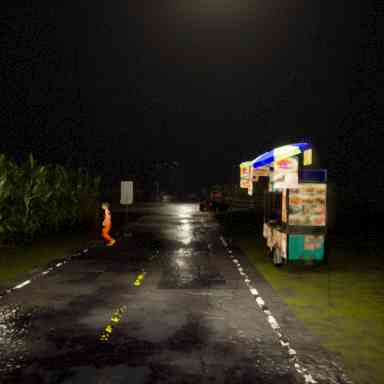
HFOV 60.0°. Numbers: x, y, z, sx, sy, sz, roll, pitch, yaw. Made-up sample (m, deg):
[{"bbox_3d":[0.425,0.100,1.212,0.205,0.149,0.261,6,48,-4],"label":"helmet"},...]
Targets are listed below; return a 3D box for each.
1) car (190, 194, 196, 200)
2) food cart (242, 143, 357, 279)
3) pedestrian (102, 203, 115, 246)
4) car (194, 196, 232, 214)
[{"bbox_3d":[0.296,1.474,89.150,1.895,1.301,4.718,0,0,0],"label":"car"},{"bbox_3d":[3.188,0.462,11.092,2.280,3.560,4.660,1,1,0],"label":"food cart"},{"bbox_3d":[-3.492,1.288,13.614,0.375,1.860,0.375,-1,1,-3],"label":"pedestrian"},{"bbox_3d":[2.667,1.489,35.971,2.128,1.511,4.902,-1,-1,34],"label":"car"}]
